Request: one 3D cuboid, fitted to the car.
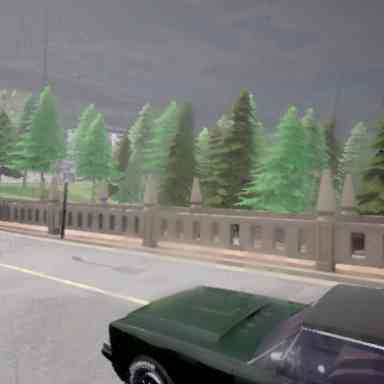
[{"bbox_3d":[1.349,1.599,3.030,4.718,1.301,1.895,0,0,35],"label":"car"}]
